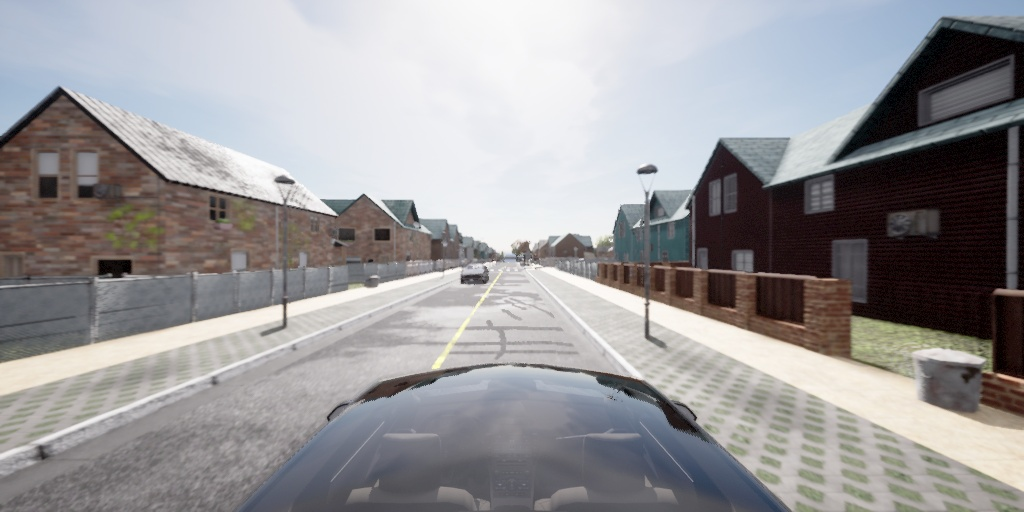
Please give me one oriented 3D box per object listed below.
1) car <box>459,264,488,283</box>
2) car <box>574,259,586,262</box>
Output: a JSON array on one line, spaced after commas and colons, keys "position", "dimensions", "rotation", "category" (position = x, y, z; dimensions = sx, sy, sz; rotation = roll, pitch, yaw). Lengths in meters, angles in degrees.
[{"position": [-2.848, 1.321, 28.007], "dimensions": [2.033, 1.411, 5.357], "rotation": [0, 0, 0], "category": "car"}, {"position": [11.383, 1.232, 57.520], "dimensions": [4.674, 1.442, 1.812], "rotation": [-1, 0, 0], "category": "car"}]
